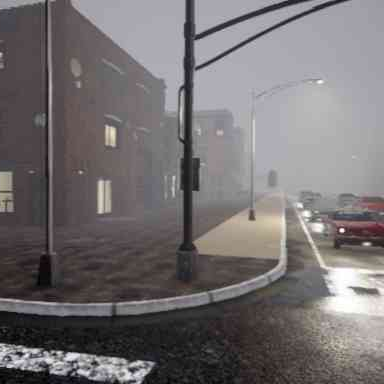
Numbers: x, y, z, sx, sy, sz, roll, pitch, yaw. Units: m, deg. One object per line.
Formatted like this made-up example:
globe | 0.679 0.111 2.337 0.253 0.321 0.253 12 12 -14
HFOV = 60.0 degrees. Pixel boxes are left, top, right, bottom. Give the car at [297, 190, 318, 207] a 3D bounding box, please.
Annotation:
car | 11.443 0.777 31.617 2.128 1.511 4.902 1 2 16

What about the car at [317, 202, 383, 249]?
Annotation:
car | 6.180 1.307 12.777 1.895 1.301 4.718 1 2 15

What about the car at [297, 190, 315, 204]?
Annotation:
car | 14.116 0.573 41.346 1.837 1.490 4.892 1 2 15

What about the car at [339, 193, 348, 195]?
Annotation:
car | 15.053 0.832 32.486 1.812 1.442 4.674 1 2 15

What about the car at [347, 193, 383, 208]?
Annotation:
car | 12.325 1.000 22.798 1.882 1.535 5.008 1 2 16

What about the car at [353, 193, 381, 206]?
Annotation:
car | 20.193 0.812 38.560 1.895 1.301 4.718 1 2 15

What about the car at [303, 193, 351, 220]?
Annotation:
car | 8.747 1.046 22.078 2.033 1.411 5.357 1 2 16
